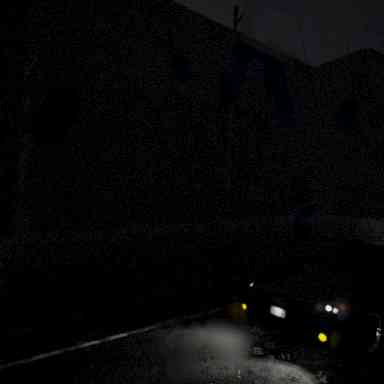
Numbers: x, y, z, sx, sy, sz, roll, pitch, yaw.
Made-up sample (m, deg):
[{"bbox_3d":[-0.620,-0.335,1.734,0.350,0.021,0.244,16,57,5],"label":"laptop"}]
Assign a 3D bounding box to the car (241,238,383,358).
[{"bbox_3d":[2.884,1.577,6.046,4.181,1.385,1.994,0,0,-35],"label":"car"}]
